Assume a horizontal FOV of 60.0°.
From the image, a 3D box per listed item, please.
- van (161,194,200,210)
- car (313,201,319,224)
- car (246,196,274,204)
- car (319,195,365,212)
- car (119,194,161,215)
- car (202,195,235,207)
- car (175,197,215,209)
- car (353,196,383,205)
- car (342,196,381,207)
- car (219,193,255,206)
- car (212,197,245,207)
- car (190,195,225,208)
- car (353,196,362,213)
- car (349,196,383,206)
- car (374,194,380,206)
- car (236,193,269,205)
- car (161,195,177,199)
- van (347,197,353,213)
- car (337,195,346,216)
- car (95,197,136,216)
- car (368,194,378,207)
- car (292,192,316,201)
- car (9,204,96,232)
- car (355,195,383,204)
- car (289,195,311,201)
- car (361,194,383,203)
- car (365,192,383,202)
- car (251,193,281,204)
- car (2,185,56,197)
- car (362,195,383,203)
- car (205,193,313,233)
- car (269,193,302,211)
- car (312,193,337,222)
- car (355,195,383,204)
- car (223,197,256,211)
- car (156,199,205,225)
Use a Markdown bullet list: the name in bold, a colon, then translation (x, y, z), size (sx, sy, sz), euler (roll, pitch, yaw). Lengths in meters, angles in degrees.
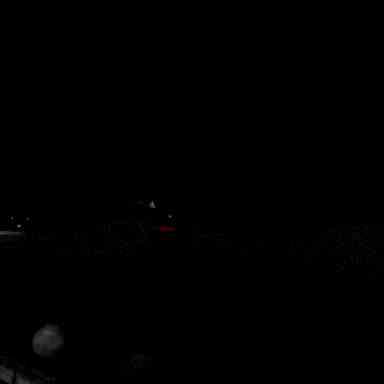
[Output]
- **van**: translation (-1.442, 1.247, 41.719), size (4.442, 1.987, 1.878), euler (-1, 0, 15)
- **car**: translation (5.551, 1.500, 21.975), size (4.792, 1.488, 2.163), euler (1, 1, 15)
- **car**: translation (12.529, 1.448, 61.495), size (4.892, 1.521, 2.231), euler (-1, 0, 15)
- **car**: translation (17.472, 1.329, 38.953), size (4.553, 1.767, 2.185), euler (1, 1, 15)
- **car**: translation (-6.549, 1.227, 34.257), size (5.566, 2.045, 2.435), euler (-1, 0, 15)
- **car**: translation (3.894, 1.337, 49.113), size (4.553, 1.767, 2.185), euler (-1, 0, 15)
- **car**: translation (0.401, 1.470, 44.174), size (4.892, 1.521, 2.231), euler (-1, -1, 15)
- **car**: translation (31.028, 1.459, 58.365), size (4.792, 1.488, 2.163), euler (1, 0, 15)
- **car**: translation (25.912, 1.439, 51.087), size (5.008, 1.535, 2.097), euler (1, 0, 15)
- **car**: translation (7.298, 1.206, 54.085), size (5.566, 2.045, 2.435), euler (-1, 0, 15)
- **car**: translation (5.629, 1.489, 51.590), size (4.792, 1.488, 2.163), euler (-1, -1, 15)
- **car**: translation (2.166, 1.340, 46.625), size (4.553, 1.767, 2.185), euler (-1, 0, 15)
- **car**: translation (15.742, 1.458, 36.532), size (4.892, 1.521, 2.231), euler (1, 0, 15)
- **car**: translation (29.306, 1.432, 55.949), size (5.008, 1.535, 2.097), euler (1, 1, 15)
- **car**: translation (24.400, 1.441, 48.626), size (5.366, 1.575, 1.946), euler (1, 0, 15)
- **car**: translation (10.819, 1.199, 59.021), size (5.566, 2.045, 2.435), euler (-1, -1, 15)
- **car**: translation (-4.762, 1.224, 36.742), size (5.566, 2.045, 2.435), euler (-1, -1, 15)
- **van**: translation (12.474, 1.238, 31.658), size (4.442, 1.987, 1.878), euler (1, 0, 15)
- **car**: translation (8.942, 1.215, 26.834), size (5.566, 2.045, 2.435), euler (1, 1, 15)
- **car**: translation (-8.276, 1.510, 31.776), size (4.792, 1.488, 2.163), euler (-1, 0, 15)
- **car**: translation (22.496, 1.474, 46.240), size (4.792, 1.488, 2.163), euler (1, 1, 15)
- **car**: translation (28.070, 1.167, 83.807), size (5.566, 2.045, 2.435), euler (-1, 0, 15)
- **car**: translation (-8.607, 1.598, 20.584), size (1.895, 1.301, 4.718), euler (0, 0, 31)
- **car**: translation (32.699, 1.427, 60.796), size (4.892, 1.521, 2.231), euler (1, 1, 15)
- **car**: translation (26.365, 1.422, 81.334), size (4.892, 1.521, 2.231), euler (-1, -1, 15)
- **car**: translation (36.115, 1.295, 65.631), size (4.553, 1.767, 2.185), euler (1, 1, 15)
- **car**: translation (41.199, 1.159, 72.917), size (5.566, 2.045, 2.435), euler (1, 0, 15)
- **car**: translation (14.221, 1.193, 63.998), size (5.566, 2.045, 2.435), euler (-1, 0, 15)
- **car**: translation (-16.073, -0.024, 32.919), size (1.895, 1.301, 4.718), euler (0, 4, 34)
- **car**: translation (37.783, 1.418, 68.065), size (4.892, 1.521, 2.231), euler (1, 1, 15)
- **car**: translation (3.913, 1.222, 19.560), size (5.566, 2.045, 2.435), euler (1, 0, 15)
- **car**: translation (11.531, 1.194, 40.805), size (2.150, 2.045, 5.566), euler (0, 0, 35)
- **car**: translation (7.246, 1.217, 24.409), size (5.566, 2.045, 2.435), euler (1, 1, 15)
- **car**: translation (34.209, 1.418, 63.257), size (5.366, 1.575, 1.946), euler (1, 1, 15)
- **car**: translation (6.060, 1.470, 41.938), size (2.128, 1.511, 4.902), euler (0, 0, 36)
- **car**: translation (-0.064, 1.466, 24.185), size (1.882, 1.535, 5.008), euler (0, 0, 35)
